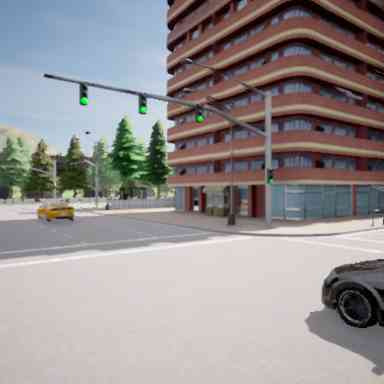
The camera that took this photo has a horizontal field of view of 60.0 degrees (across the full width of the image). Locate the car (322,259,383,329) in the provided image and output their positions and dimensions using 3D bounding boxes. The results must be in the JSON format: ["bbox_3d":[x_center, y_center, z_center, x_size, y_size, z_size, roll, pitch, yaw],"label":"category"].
[{"bbox_3d":[4.172,1.538,4.985,1.994,1.385,4.181,0,0,-35],"label":"car"}]

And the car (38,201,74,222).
[{"bbox_3d":[-10.766,1.462,26.170,1.882,1.535,5.008,0,0,-35],"label":"car"}]
